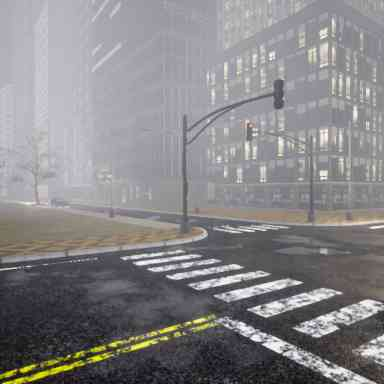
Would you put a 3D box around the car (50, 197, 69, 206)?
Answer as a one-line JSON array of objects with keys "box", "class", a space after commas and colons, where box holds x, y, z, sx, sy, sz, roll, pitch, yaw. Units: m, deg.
[{"box": [-21.667, 1.553, 54.250, 2.033, 1.411, 5.357, 0, 0, -35], "class": "car"}]
